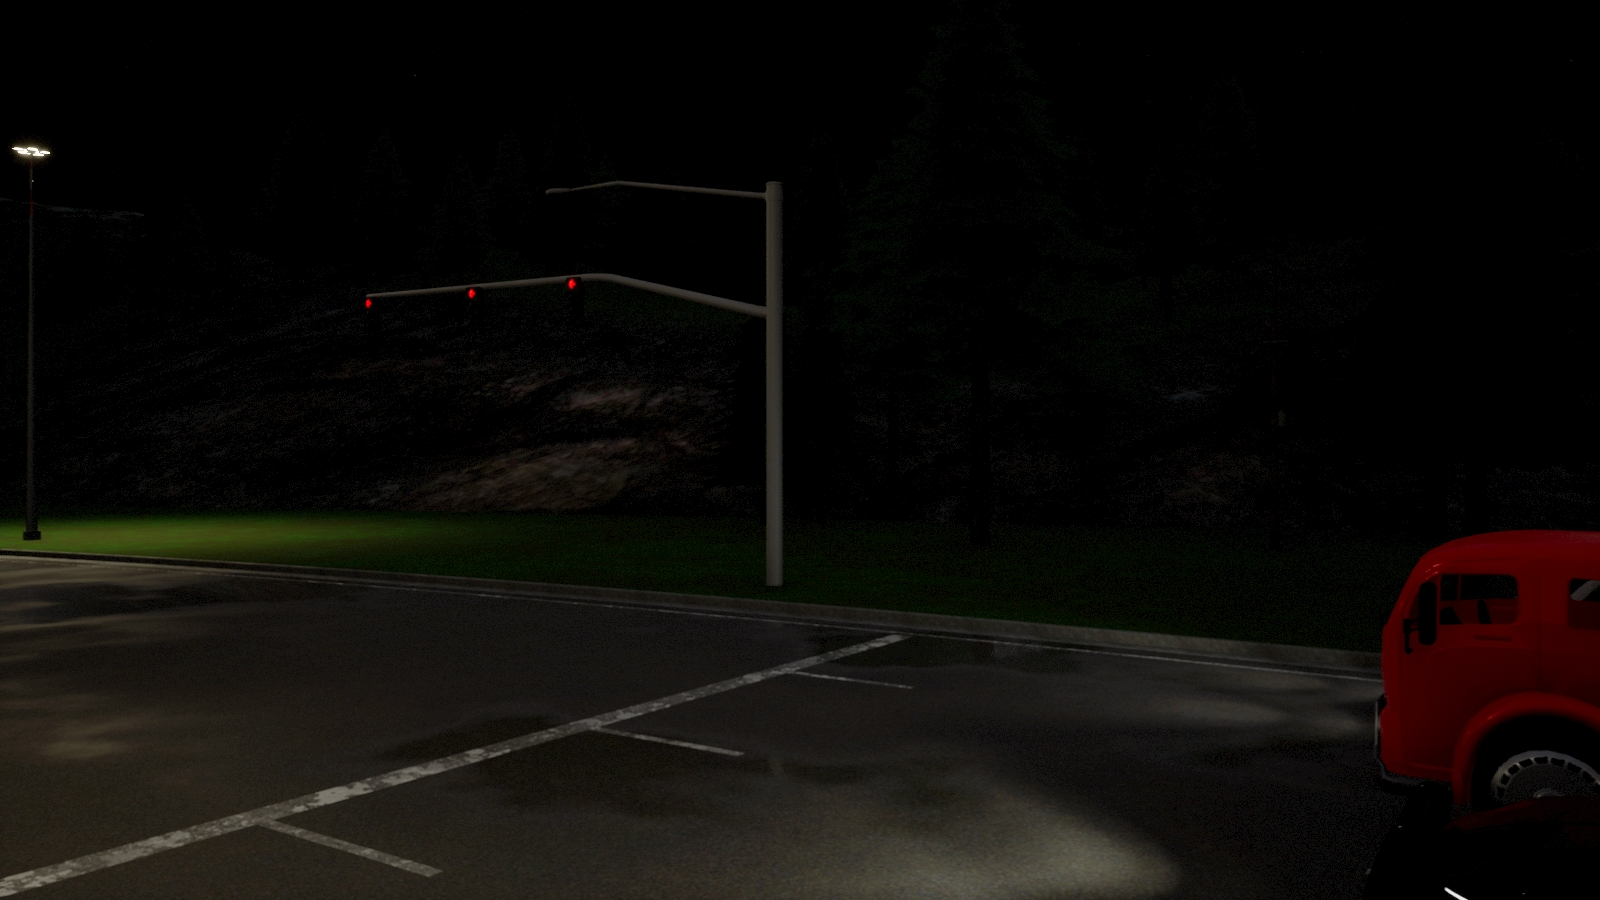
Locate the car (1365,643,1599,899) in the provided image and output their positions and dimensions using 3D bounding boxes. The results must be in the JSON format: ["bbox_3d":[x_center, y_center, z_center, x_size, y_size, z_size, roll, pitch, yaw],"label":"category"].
[{"bbox_3d":[5.287,1.982,4.492,5.238,1.638,2.097,0,0,35],"label":"car"}]

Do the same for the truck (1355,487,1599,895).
[{"bbox_3d":[6.770,1.569,7.599,5.204,2.467,2.627,0,0,35],"label":"truck"}]

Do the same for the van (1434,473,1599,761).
[{"bbox_3d":[9.143,1.534,10.185,5.915,2.561,1.988,0,0,36],"label":"van"}]
